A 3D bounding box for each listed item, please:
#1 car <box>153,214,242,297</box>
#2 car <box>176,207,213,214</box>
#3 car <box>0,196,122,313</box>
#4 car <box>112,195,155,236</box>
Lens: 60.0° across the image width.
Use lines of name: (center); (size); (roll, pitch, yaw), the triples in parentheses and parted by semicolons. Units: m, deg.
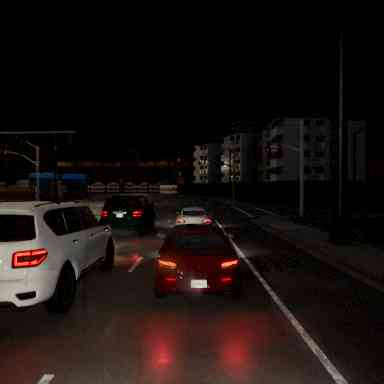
car: (0.118, 1.521, 8.423); (1.812, 1.442, 4.674); (0, 0, 0)
car: (0.112, 1.490, 17.510); (1.812, 1.442, 4.674); (0, 0, 1)
car: (-3.385, 1.218, 7.780); (2.150, 2.045, 5.566); (0, 0, 0)
car: (-3.355, 1.179, 18.139); (2.150, 2.045, 5.566); (0, 0, 0)
